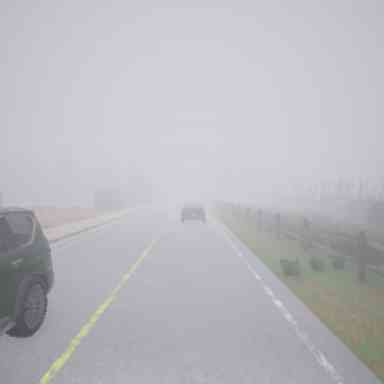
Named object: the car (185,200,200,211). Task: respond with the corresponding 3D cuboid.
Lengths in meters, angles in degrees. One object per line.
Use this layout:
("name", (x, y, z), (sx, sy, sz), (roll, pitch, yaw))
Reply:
("car", (0.099, 1.714, 43.554), (1.895, 1.301, 4.718), (0, 0, 0))

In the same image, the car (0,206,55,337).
("car", (-3.552, 1.234, 3.756), (2.150, 2.045, 5.566), (0, 0, 0))

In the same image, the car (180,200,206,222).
("car", (0.098, 1.547, 26.717), (1.882, 1.535, 5.008), (0, 0, 0))
